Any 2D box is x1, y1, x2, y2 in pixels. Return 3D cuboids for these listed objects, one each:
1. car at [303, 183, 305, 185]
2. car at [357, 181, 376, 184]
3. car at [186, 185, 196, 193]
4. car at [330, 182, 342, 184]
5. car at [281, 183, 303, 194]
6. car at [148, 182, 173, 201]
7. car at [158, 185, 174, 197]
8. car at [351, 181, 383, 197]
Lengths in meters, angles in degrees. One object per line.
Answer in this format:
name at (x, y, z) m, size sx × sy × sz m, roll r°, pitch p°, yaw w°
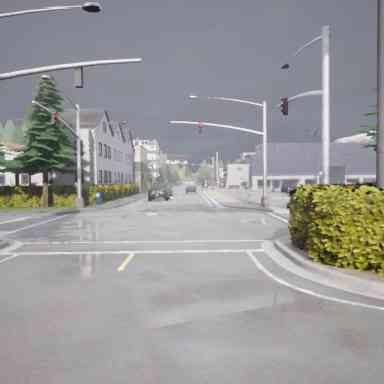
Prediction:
car at (18.895, -0.862, 59.105) m, size 1.970 × 1.475 × 3.806 m, roll -1°, pitch 2°, yaw 0°
car at (19.016, -0.173, 34.187) m, size 1.905 × 1.878 × 3.866 m, roll -1°, pitch 2°, yaw 0°
car at (-0.168, -0.562, 58.667) m, size 2.128 × 1.511 × 4.902 m, roll -1°, pitch 2°, yaw 0°
car at (25.310, -1.026, 59.457) m, size 2.152 × 1.636 × 5.027 m, roll -1°, pitch 2°, yaw 0°
car at (15.270, -0.515, 52.045) m, size 2.007 × 1.523 × 4.514 m, roll -1°, pitch 2°, yaw 0°
car at (-3.720, -0.097, 38.247) m, size 2.150 × 2.045 × 5.566 m, roll -1°, pitch 2°, yaw 0°
car at (-3.731, -0.160, 48.408) m, size 1.837 × 1.490 × 4.892 m, roll -1°, pitch 2°, yaw 0°
car at (22.261, -0.457, 42.067) m, size 1.932 × 1.855 × 4.605 m, roll -1°, pitch 2°, yaw 0°
